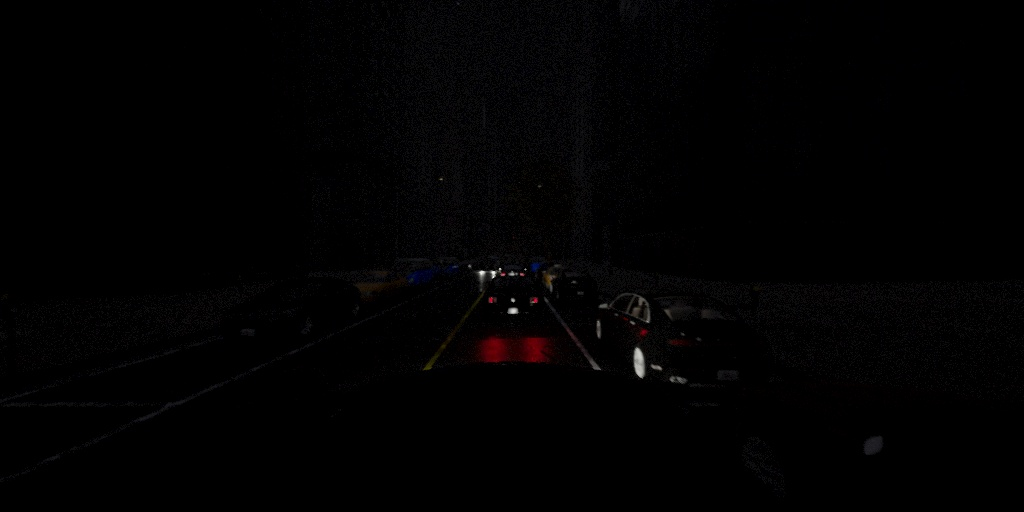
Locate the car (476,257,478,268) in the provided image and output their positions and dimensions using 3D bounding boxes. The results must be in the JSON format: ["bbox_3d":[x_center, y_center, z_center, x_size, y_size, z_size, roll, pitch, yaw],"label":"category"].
[{"bbox_3d":[-5.751,1.194,47.900,1.802,1.307,4.207,0,0,0],"label":"car"}]

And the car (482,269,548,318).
[{"bbox_3d":[0.063,1.315,12.730,1.895,1.301,4.718,0,0,1],"label":"car"}]

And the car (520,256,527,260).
[{"bbox_3d":[2.776,0.912,53.666,2.192,1.841,5.009,0,0,0],"label":"car"}]

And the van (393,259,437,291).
[{"bbox_3d":[-5.758,1.030,20.834,1.690,1.789,3.998,0,0,0],"label":"van"}]

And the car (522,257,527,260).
[{"bbox_3d":[2.774,1.161,48.377,2.007,1.370,4.403,0,0,0],"label":"car"}]

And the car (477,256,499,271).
[{"bbox_3d":[-3.082,1.118,46.625,1.837,1.490,4.892,0,1,0],"label":"car"}]

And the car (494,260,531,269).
[{"bbox_3d":[0.052,1.222,25.892,2.033,1.411,5.357,0,0,0],"label":"car"}]

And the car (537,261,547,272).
[{"bbox_3d":[2.768,1.212,22.103,1.751,1.417,4.829,0,0,0],"label":"car"}]

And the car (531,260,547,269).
[{"bbox_3d":[2.769,1.236,27.223,1.948,1.339,4.313,0,0,0],"label":"car"}]

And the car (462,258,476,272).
[{"bbox_3d":[-5.752,1.177,42.487,2.007,1.370,4.403,0,0,0],"label":"car"}]

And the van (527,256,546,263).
[{"bbox_3d":[2.772,0.980,37.800,1.690,1.789,3.998,0,0,0],"label":"van"}]

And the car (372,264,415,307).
[{"bbox_3d":[-5.759,1.231,15.251,1.751,1.417,4.829,0,0,0],"label":"car"}]

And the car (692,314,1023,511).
[{"bbox_3d":[2.762,1.297,1.328,1.888,1.381,4.507,0,0,0],"label":"car"}]

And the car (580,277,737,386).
[{"bbox_3d":[2.764,1.284,6.772,2.007,1.370,4.403,0,0,0],"label":"car"}]

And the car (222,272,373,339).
[{"bbox_3d":[-5.760,1.289,10.008,1.948,1.339,4.313,0,0,0],"label":"car"}]

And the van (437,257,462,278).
[{"bbox_3d":[-5.755,0.998,31.661,1.690,1.789,3.998,0,0,0],"label":"van"}]

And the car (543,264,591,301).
[{"bbox_3d":[2.766,1.253,16.644,2.007,1.370,4.403,0,0,0],"label":"car"}]
